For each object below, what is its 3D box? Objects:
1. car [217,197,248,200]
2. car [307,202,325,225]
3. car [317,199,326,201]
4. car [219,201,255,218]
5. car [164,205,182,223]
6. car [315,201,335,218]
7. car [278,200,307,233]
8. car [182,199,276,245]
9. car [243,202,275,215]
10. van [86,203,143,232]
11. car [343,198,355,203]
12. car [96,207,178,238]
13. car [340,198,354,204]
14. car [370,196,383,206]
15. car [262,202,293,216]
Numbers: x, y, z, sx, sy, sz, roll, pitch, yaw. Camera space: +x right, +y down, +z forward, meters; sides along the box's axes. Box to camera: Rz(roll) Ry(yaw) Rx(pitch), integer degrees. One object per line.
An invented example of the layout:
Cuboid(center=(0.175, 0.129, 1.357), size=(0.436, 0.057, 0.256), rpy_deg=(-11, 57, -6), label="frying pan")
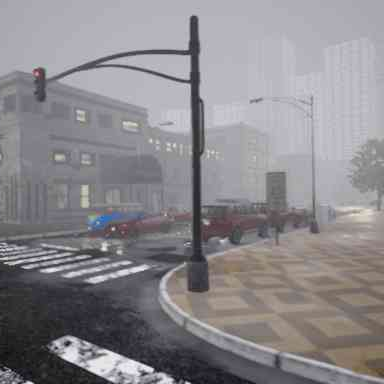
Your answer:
Cuboid(center=(3.081, 1.493, 27.962), size=(2.150, 2.045, 5.566), rpy_deg=(-1, -1, 35), label="car")
Cuboid(center=(8.412, 1.718, 25.468), size=(1.887, 1.381, 4.507), rpy_deg=(-1, -1, 35), label="car")
Cuboid(center=(23.954, 2.029, 61.851), size=(2.008, 1.369, 4.403), rpy_deg=(-2, -1, 35), label="car")
Cuboid(center=(4.772, 1.781, 34.822), size=(1.967, 1.590, 4.097), rpy_deg=(-1, -1, 35), label="car")
Cuboid(center=(-1.622, 1.741, 25.811), size=(1.967, 1.590, 4.097), rpy_deg=(-1, -1, 35), label="car")
Cuboid(center=(11.609, 1.760, 29.974), size=(1.947, 1.339, 4.313), rpy_deg=(-1, -1, 35), label="car")
Cuboid(center=(5.212, 1.469, 20.967), size=(2.192, 1.841, 5.009), rpy_deg=(-1, -1, 35), label="car")
Cuboid(center=(2.015, 1.451, 16.461), size=(2.192, 1.841, 5.009), rpy_deg=(-1, -1, 35), label="car")
Cuboid(center=(7.970, 1.912, 39.324), size=(2.008, 1.369, 4.403), rpy_deg=(-1, -1, 35), label="car")
Cuboid(center=(-4.820, 1.624, 21.307), size=(1.690, 1.788, 3.998), rpy_deg=(-1, -1, 35), label="van")
Cuboid(center=(39.937, 2.151, 84.376), size=(1.887, 1.381, 4.507), rpy_deg=(-2, -1, 35), label="car")
Cuboid(center=(-3.065, 1.799, 19.301), size=(1.994, 1.385, 4.181), rpy_deg=(-1, -1, 35), label="car")
Cuboid(center=(36.741, 2.130, 79.871), size=(2.008, 1.369, 4.403), rpy_deg=(-2, -1, 35), label="car")
Cuboid(center=(33.986, 1.907, 61.509), size=(2.008, 1.369, 4.403), rpy_deg=(-2, -1, 35), label="car")
Cuboid(center=(9.626, 1.838, 37.160), size=(1.812, 1.442, 4.674), rpy_deg=(-1, -1, 36), label="car")
